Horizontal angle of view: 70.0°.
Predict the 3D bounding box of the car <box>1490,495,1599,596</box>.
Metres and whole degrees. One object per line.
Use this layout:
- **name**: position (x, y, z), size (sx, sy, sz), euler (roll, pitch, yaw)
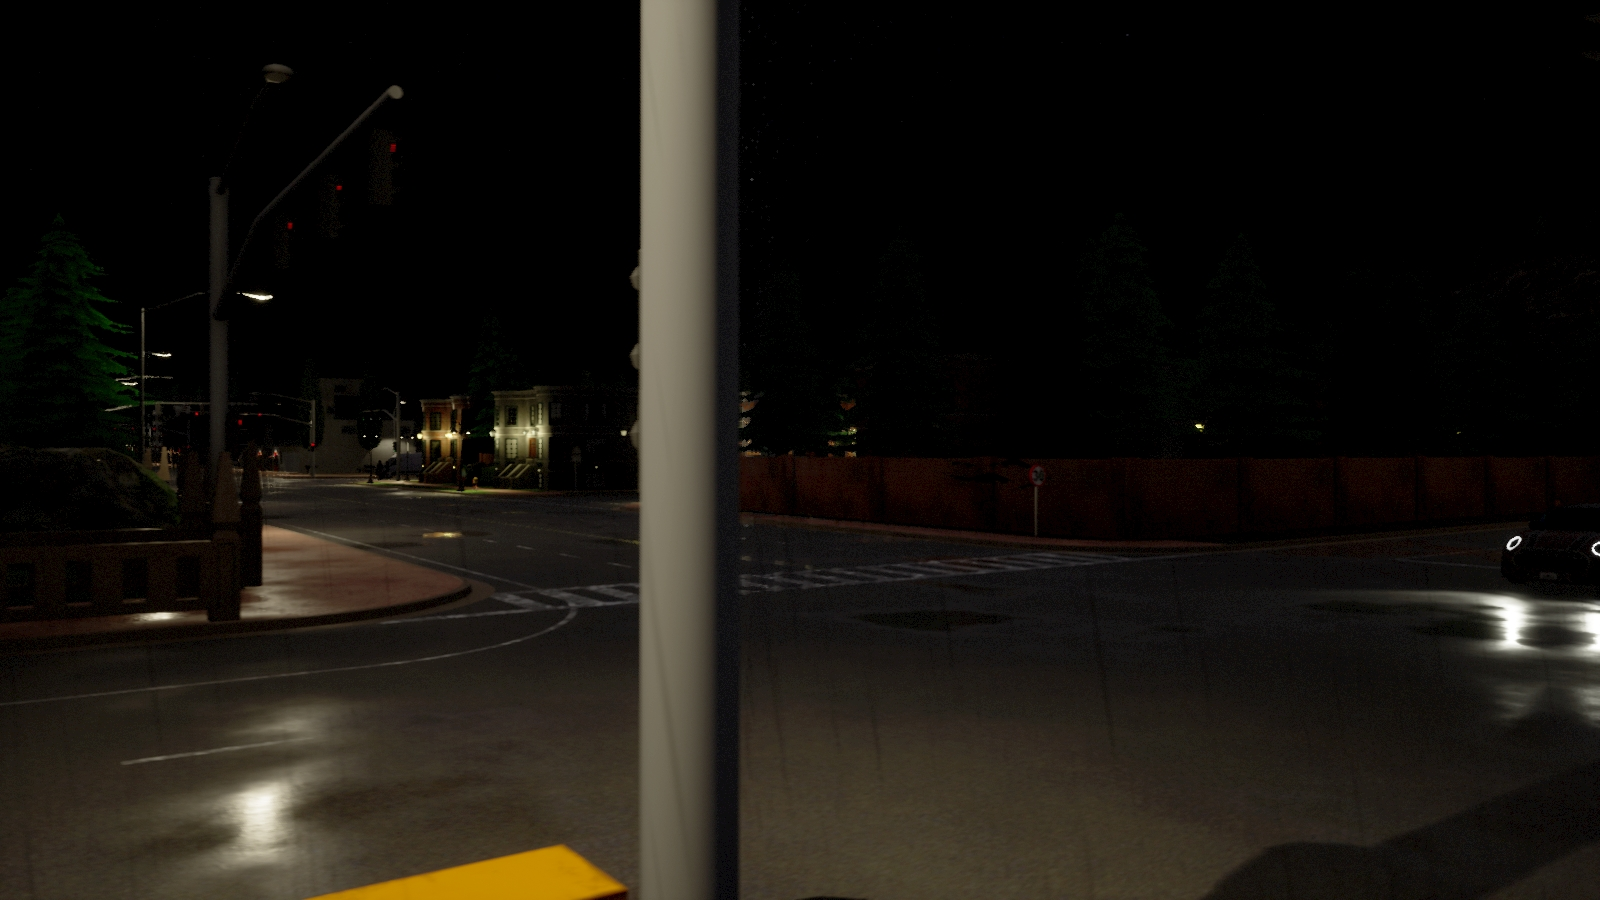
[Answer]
- **car**: position (16.714, 1.926, 24.049), size (4.553, 1.767, 2.097), euler (0, 0, -35)
